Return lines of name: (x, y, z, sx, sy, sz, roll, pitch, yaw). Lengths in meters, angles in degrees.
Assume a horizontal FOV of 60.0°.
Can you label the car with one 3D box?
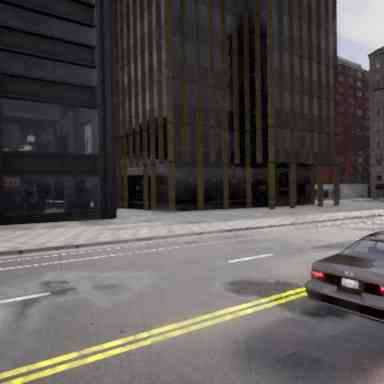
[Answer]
car: (4.567, 1.476, 6.737, 5.357, 1.411, 2.033, -1, 0, -35)
